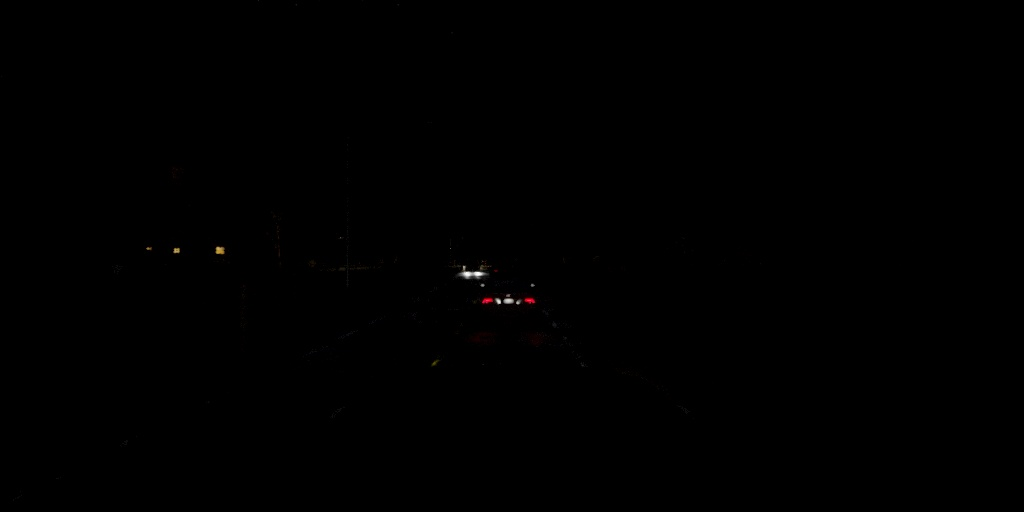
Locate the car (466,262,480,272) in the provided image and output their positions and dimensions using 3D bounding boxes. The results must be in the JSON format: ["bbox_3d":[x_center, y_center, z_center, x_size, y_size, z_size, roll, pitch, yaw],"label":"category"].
[{"bbox_3d":[-5.465,1.545,49.886,1.895,1.301,4.718,1,0,-6],"label":"car"}]

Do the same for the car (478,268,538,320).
[{"bbox_3d":[-0.148,1.334,12.702,2.033,1.411,5.357,0,0,-1],"label":"car"}]

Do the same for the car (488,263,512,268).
[{"bbox_3d":[-1.003,1.368,31.571,1.837,1.490,4.892,0,0,-3],"label":"car"}]
